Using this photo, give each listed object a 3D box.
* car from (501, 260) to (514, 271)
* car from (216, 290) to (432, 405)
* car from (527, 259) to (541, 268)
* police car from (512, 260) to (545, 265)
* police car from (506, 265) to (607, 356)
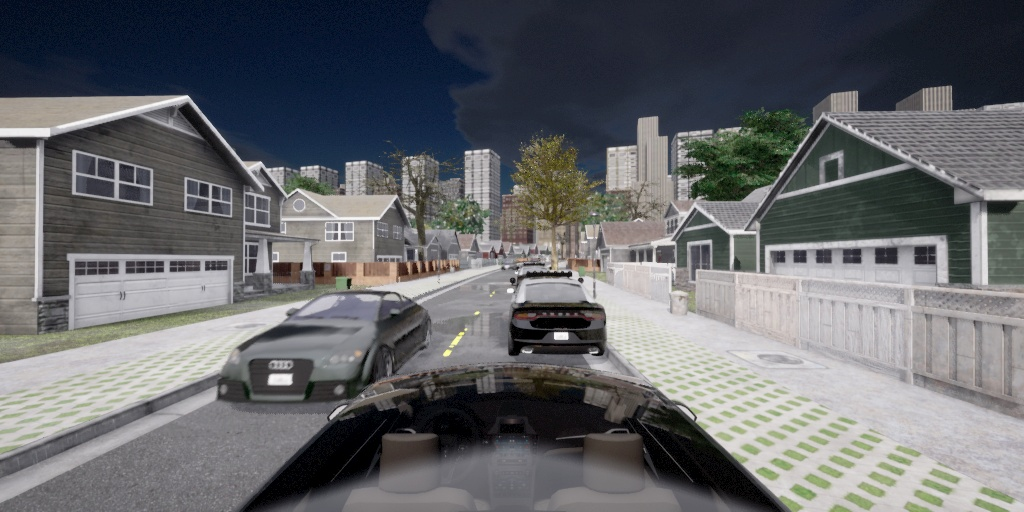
[{"bbox_3d":[-0.416,1.279,49.069,2.128,1.511,4.902,0,0,6],"label":"car"},{"bbox_3d":[-2.785,1.315,6.343,1.994,1.385,4.181,0,0,1],"label":"car"},{"bbox_3d":[3.850,1.294,62.527,2.128,1.511,4.902,0,0,8],"label":"car"},{"bbox_3d":[1.166,1.182,18.715,1.930,1.638,5.238,0,0,2],"label":"police car"},{"bbox_3d":[0.891,1.177,8.762,1.930,1.638,5.238,0,0,1],"label":"police car"}]
